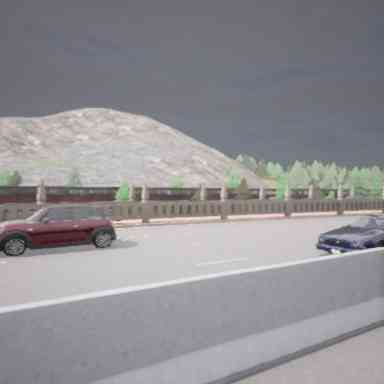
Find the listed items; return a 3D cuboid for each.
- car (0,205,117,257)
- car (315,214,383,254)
[{"bbox_3d":[-5.313,1.312,12.801,4.553,1.767,2.097,0,0,-32],"label":"car"},{"bbox_3d":[6.967,1.514,11.941,5.357,1.411,2.033,0,0,-28],"label":"car"}]
